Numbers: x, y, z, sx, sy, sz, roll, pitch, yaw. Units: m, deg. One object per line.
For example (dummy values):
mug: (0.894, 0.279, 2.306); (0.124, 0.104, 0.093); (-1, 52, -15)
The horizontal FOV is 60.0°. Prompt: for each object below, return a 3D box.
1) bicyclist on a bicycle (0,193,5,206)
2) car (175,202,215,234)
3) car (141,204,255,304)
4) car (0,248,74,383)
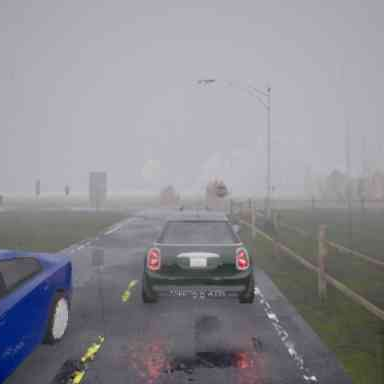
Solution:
bicyclist on a bicycle: (-22.417, 0.884, 38.932); (0.582, 1.620, 1.656); (0, 1, 1)
car: (0.144, 1.306, 18.275); (1.895, 1.301, 4.718); (0, 1, 0)
car: (0.117, 1.222, 7.985); (2.097, 1.767, 4.553); (0, 1, 0)
car: (-2.839, 1.421, 3.370); (1.882, 1.535, 5.008); (0, 1, 0)
